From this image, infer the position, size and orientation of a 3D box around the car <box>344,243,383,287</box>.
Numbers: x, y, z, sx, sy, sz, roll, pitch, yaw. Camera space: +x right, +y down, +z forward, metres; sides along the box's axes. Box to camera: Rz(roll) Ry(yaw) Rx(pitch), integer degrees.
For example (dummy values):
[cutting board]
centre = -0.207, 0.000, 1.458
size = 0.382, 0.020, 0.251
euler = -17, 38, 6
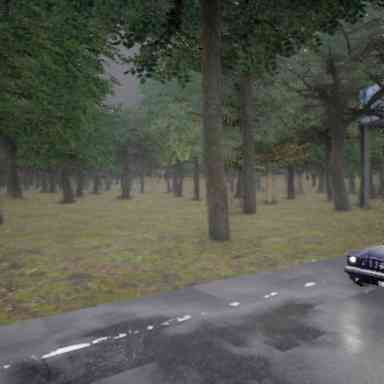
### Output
[car]
centre = 5.764, 1.589, 8.104
size = 4.718, 1.301, 1.895
euler = 0, 0, -36
